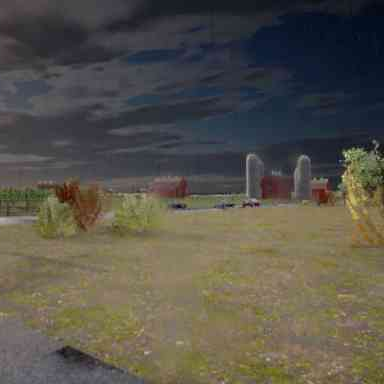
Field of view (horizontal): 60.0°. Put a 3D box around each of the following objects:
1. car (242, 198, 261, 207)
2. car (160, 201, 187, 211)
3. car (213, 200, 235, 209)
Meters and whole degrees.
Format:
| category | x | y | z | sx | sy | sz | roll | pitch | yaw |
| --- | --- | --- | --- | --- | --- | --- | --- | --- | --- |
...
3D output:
| category | x | y | z | sx | sy | sz | roll | pitch | yaw |
| --- | --- | --- | --- | --- | --- | --- | --- | --- | --- |
| car | 11.418 | 1.965 | 63.318 | 2.097 | 1.767 | 4.553 | -1 | -1 | 36 |
| car | -2.908 | 2.057 | 49.611 | 1.895 | 1.301 | 4.718 | -1 | -1 | 36 |
| car | 5.409 | 1.990 | 54.916 | 2.128 | 1.511 | 4.902 | -1 | -1 | 36 |
